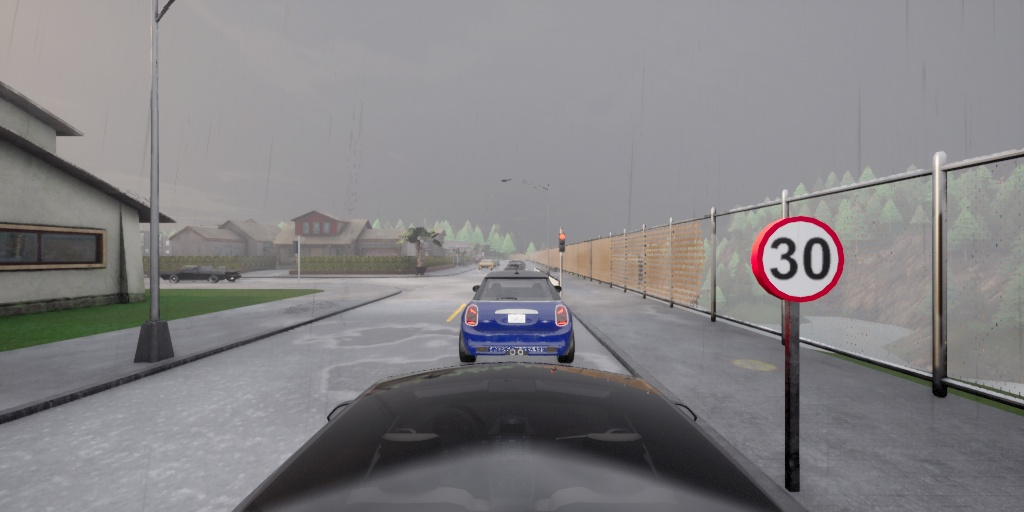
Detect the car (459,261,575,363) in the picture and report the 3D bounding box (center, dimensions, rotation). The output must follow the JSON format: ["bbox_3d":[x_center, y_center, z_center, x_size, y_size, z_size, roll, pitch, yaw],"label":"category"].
[{"bbox_3d":[0.115,1.102,8.332,2.097,1.767,4.553,0,0,1],"label":"car"}]

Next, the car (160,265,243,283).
[{"bbox_3d":[-22.999,1.351,26.671,4.718,1.301,1.895,0,0,1],"label":"car"}]

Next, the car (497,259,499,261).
[{"bbox_3d":[-3.558,1.255,60.650,1.837,1.490,4.892,0,0,1],"label":"car"}]

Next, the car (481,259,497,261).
[{"bbox_3d":[-3.661,1.227,51.200,1.882,1.535,5.008,0,0,1],"label":"car"}]
